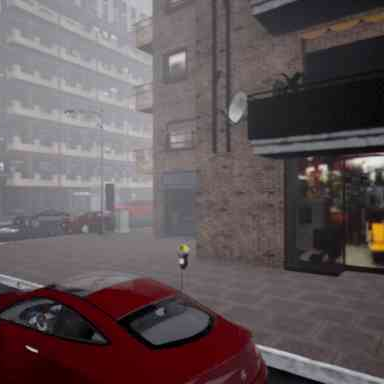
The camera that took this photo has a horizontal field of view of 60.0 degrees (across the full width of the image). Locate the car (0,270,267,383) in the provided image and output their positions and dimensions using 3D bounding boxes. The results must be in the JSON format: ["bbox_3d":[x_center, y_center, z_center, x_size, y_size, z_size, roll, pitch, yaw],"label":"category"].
[{"bbox_3d":[-1.237,1.616,3.882,4.206,1.307,1.802,-1,0,36],"label":"car"}]

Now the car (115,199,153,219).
[{"bbox_3d":[-5.927,1.746,33.287,2.150,2.045,5.566,0,-1,36],"label":"car"}]

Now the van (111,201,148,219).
[{"bbox_3d":[-6.802,1.896,36.494,1.690,1.788,3.998,-1,-1,36],"label":"van"}]

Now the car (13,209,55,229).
[{"bbox_3d":[-11.403,1.989,25.650,1.994,1.385,4.181,0,-1,36],"label":"car"}]

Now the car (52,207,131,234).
[{"bbox_3d":[-6.619,1.954,22.375,1.887,1.381,4.507,-1,-1,36],"label":"car"}]
